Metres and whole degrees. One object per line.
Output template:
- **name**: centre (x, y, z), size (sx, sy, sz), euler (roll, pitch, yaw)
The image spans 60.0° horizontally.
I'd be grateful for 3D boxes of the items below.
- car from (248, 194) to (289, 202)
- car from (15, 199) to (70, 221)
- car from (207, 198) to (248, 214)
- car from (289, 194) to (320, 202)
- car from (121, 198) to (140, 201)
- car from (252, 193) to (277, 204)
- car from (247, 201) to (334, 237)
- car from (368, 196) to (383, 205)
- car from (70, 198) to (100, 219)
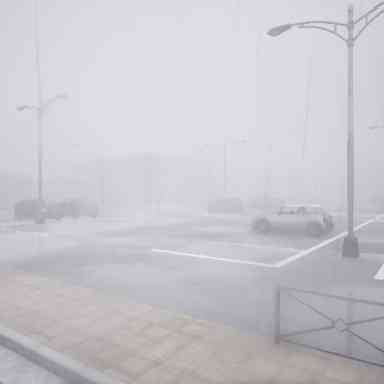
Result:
- **car**: centre (9.141, 1.296, 41.080), size (4.514, 1.523, 2.007), euler (0, 0, 36)
- **car**: centre (-11.758, 1.338, 25.403), size (4.514, 1.523, 2.007), euler (0, 0, 36)
- **car**: centre (3.224, 1.318, 33.027), size (3.633, 1.501, 1.845), euler (0, 0, 36)
- **car**: centre (17.049, 1.096, 50.731), size (4.605, 1.855, 1.932), euler (0, 0, 36)
- **car**: centre (-14.539, 1.479, 78.478), size (2.242, 1.667, 4.611), euler (0, 0, 36)
- **car**: centre (12.624, 1.076, 58.019), size (3.866, 1.878, 1.905), euler (0, 0, 36)
- **car**: centre (5.048, 1.382, 16.862), size (3.806, 1.475, 1.970), euler (0, 0, 36)
- **car**: centre (29.228, 1.297, 50.448), size (4.514, 1.523, 2.007), euler (0, 0, 36)
- **car**: centre (-9.953, 1.329, 27.969), size (5.027, 1.636, 2.152), euler (0, 0, 36)
